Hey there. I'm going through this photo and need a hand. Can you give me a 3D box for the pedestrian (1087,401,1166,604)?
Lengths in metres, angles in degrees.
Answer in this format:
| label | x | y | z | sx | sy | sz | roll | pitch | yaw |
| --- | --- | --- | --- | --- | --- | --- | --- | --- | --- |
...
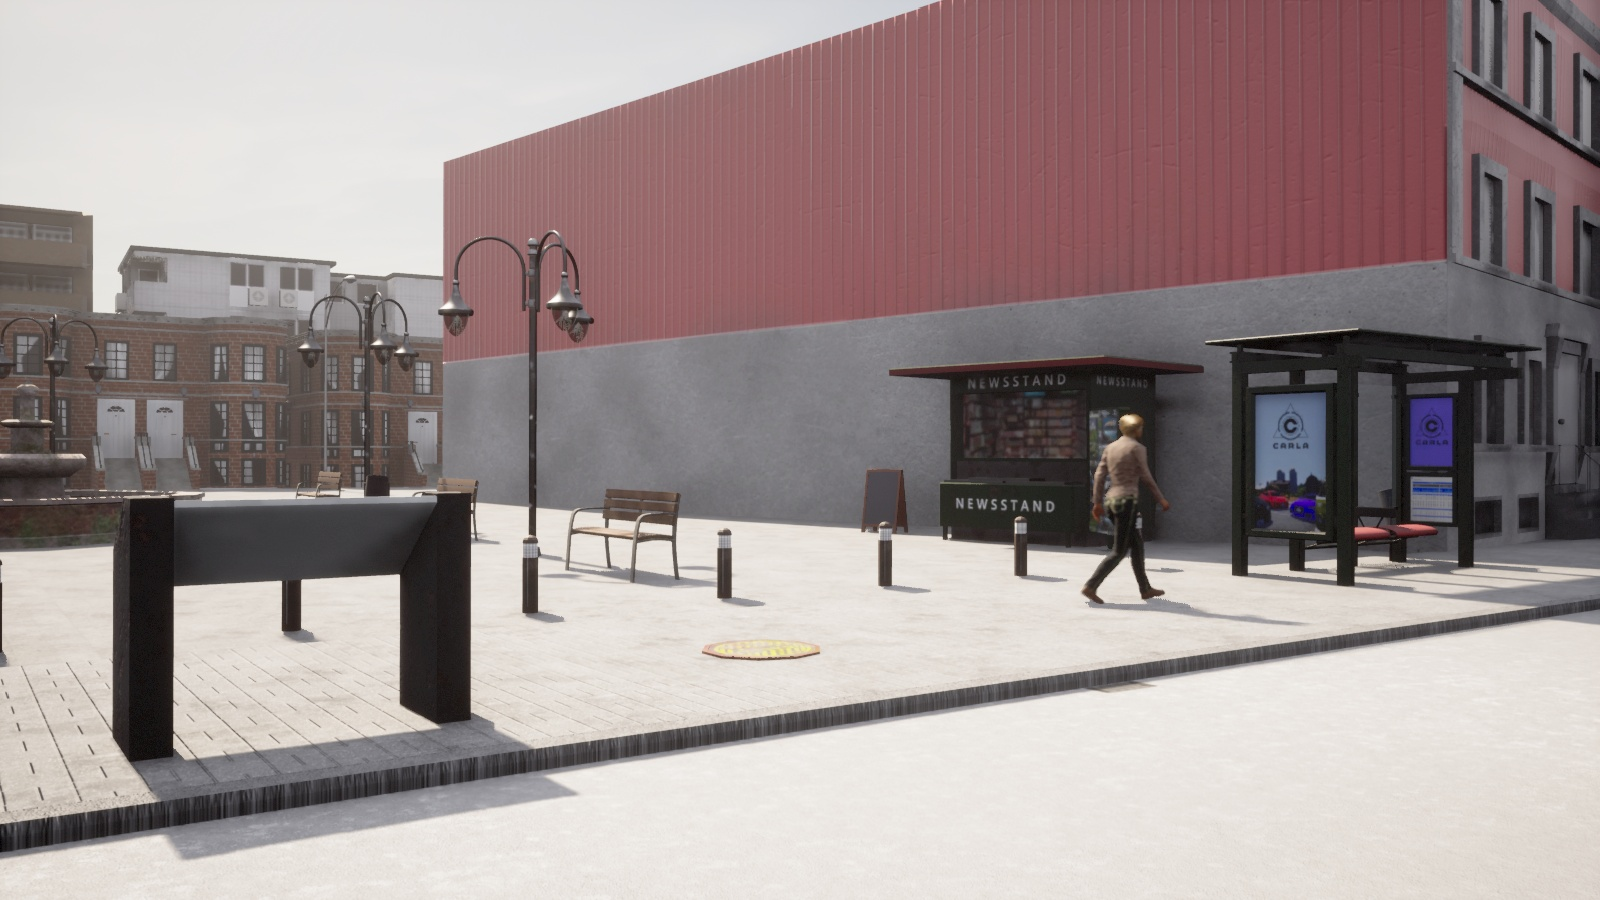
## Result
| label | x | y | z | sx | sy | sz | roll | pitch | yaw |
| --- | --- | --- | --- | --- | --- | --- | --- | --- | --- |
| pedestrian | 3.038 | 0.475 | 11.695 | 0.634 | 1.846 | 0.331 | 0 | 0 | -23 |
